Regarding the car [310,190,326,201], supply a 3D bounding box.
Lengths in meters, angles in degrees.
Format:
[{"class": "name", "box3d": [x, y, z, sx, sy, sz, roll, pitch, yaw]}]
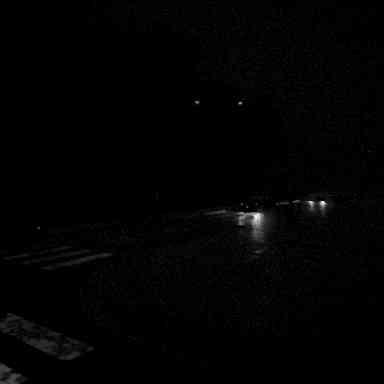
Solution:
[{"class": "car", "box3d": [18.114, 0.509, 46.856, 1.812, 1.442, 4.674, 0, 1, 35]}]

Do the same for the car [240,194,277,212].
[{"class": "car", "box3d": [6.024, 0.961, 30.038, 1.812, 1.442, 4.674, 0, 2, 35]}]

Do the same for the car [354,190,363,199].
[{"class": "car", "box3d": [25.528, 0.342, 52.365, 2.033, 1.411, 5.357, 0, 1, 36]}]

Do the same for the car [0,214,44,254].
[{"class": "car", "box3d": [-7.416, 1.493, 11.158, 1.812, 1.442, 4.674, 0, 2, 35]}]

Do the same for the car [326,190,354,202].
[{"class": "car", "box3d": [19.756, 0.574, 44.265, 1.994, 1.385, 4.181, 0, 1, 36]}]

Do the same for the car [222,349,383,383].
[{"class": "car", "box3d": [2.035, 1.533, 1.345, 4.507, 1.381, 1.887, -1, 0, 35]}]
